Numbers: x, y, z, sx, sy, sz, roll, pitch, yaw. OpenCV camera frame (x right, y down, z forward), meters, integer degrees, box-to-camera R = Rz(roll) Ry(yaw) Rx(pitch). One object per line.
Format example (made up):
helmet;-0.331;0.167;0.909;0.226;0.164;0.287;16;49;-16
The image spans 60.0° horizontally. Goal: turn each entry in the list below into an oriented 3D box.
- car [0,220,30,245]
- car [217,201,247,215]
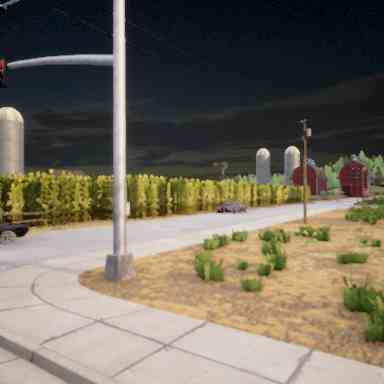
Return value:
car;-9.694;1.717;14.211;1.895;1.301;4.718;0;0;34
car;4.355;1.677;35.919;1.994;1.385;4.181;0;0;32
